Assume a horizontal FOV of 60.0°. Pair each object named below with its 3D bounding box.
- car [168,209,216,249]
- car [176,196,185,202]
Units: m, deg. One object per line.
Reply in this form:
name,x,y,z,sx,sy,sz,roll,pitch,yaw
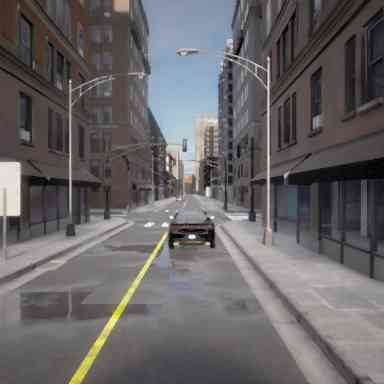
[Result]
car,0.000,1.488,14.651,1.882,1.535,5.008,0,0,0
car,-2.751,1.610,78.120,2.128,1.511,4.902,0,0,0
